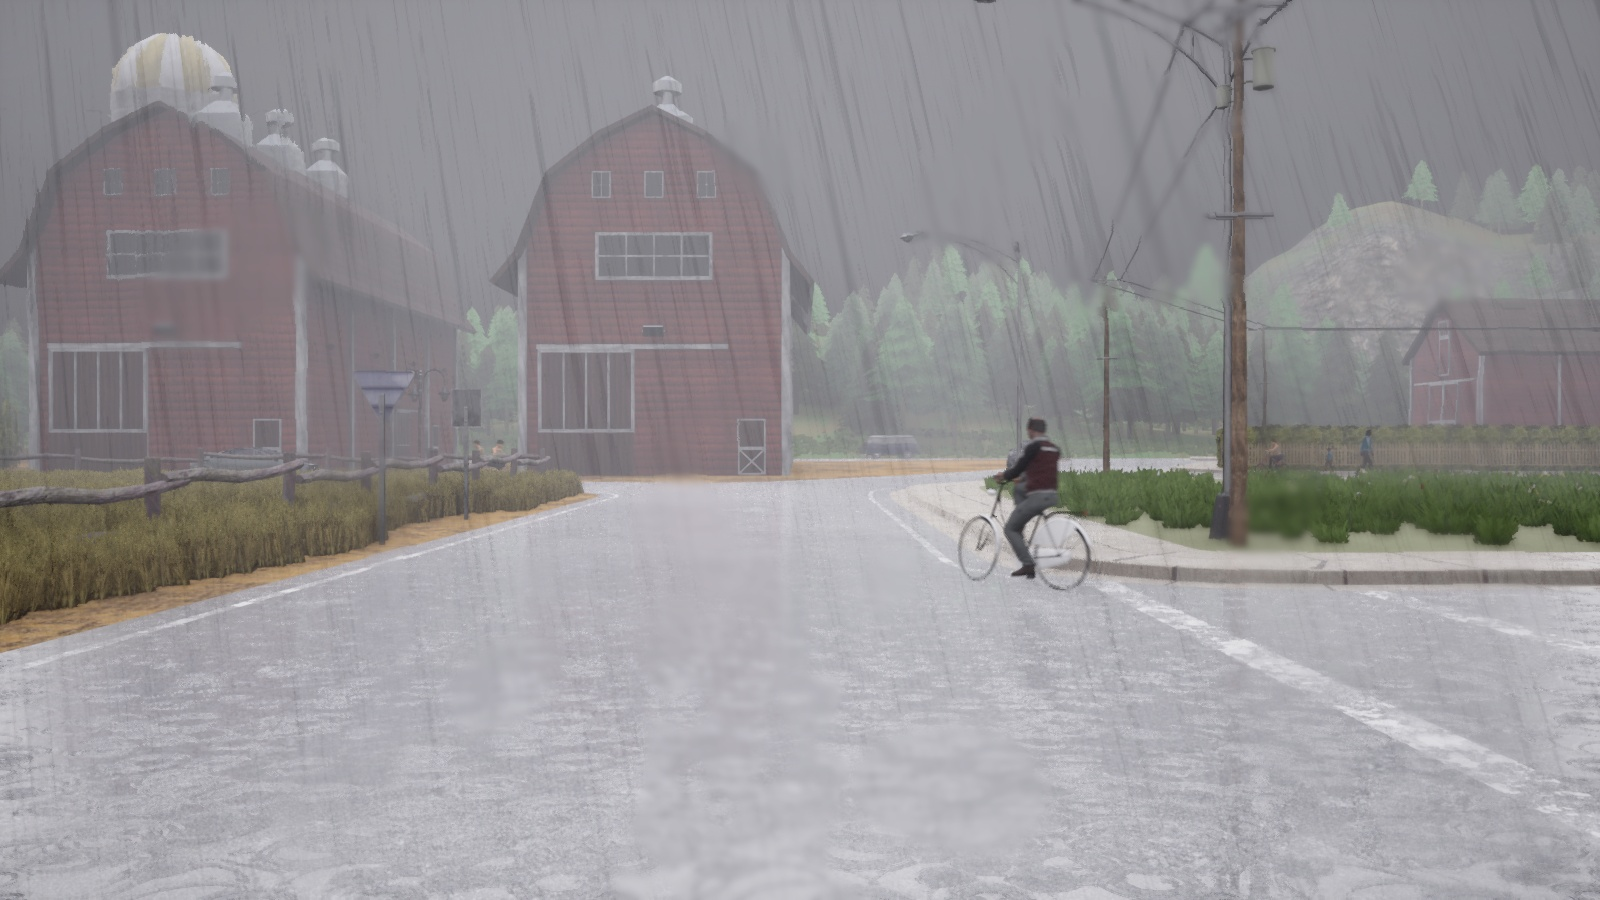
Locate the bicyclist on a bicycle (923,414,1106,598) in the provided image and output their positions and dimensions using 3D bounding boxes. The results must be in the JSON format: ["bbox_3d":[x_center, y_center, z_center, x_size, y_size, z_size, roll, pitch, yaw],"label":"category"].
[{"bbox_3d":[2.189,0.545,13.041,0.659,1.776,1.843,4,-2,-38],"label":"bicyclist on a bicycle"}]

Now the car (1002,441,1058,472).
[{"bbox_3d":[11.529,0.309,62.839,1.845,1.501,3.633,0,1,26],"label":"car"}]

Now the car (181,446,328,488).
[{"bbox_3d":[-18.576,0.553,42.928,4.181,1.385,1.994,0,0,-4],"label":"car"}]

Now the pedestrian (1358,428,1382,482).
[{"bbox_3d":[20.474,0.164,45.115,0.692,1.930,0.396,0,0,4],"label":"pedestrian"}]
